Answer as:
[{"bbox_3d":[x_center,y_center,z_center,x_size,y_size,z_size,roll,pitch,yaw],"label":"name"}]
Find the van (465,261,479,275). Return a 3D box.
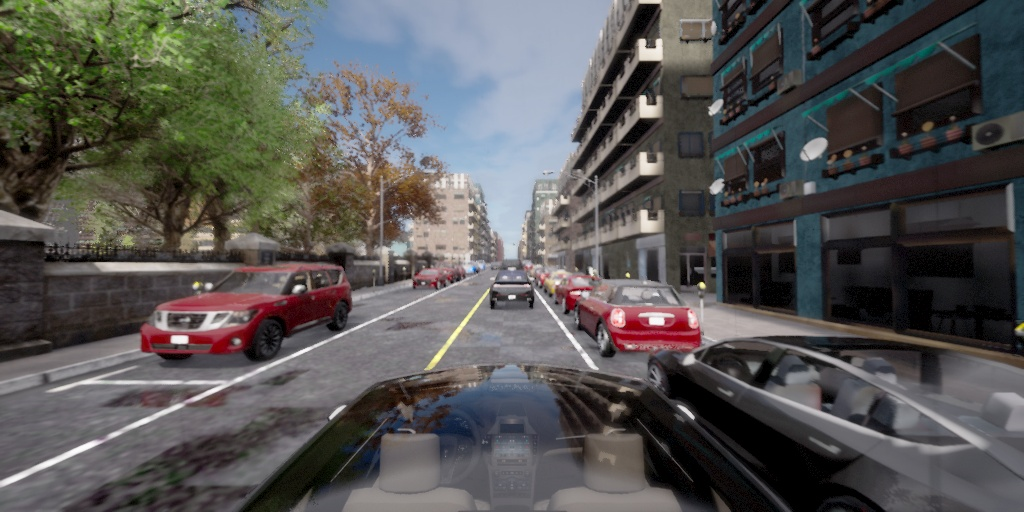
[{"bbox_3d":[-5.703,1.548,47.296,1.690,1.789,3.998,0,0,0],"label":"van"}]

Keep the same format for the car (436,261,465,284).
[{"bbox_3d":[-5.693,1.355,30.727,2.192,1.841,5.009,0,0,0],"label":"car"}]

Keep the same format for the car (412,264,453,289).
[{"bbox_3d":[-5.692,1.530,25.204,1.888,1.381,4.507,0,0,0],"label":"car"}]

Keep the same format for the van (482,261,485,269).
[{"bbox_3d":[-5.663,1.715,63.867,1.690,1.789,3.998,0,0,0],"label":"van"}]

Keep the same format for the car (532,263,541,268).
[{"bbox_3d":[2.689,1.425,25.205,1.967,1.591,4.097,0,0,0],"label":"car"}]

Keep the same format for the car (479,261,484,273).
[{"bbox_3d":[-5.678,1.829,52.819,1.948,1.339,4.313,0,0,0],"label":"car"}]

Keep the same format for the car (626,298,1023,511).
[{"bbox_3d":[2.691,1.330,3.112,1.948,1.339,4.313,0,0,0],"label":"car"}]

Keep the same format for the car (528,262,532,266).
[{"bbox_3d":[2.688,1.621,36.420,1.751,1.417,4.829,0,0,0],"label":"car"}]

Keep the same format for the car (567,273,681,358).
[{"bbox_3d":[2.691,1.259,8.635,1.967,1.591,4.097,0,0,0],"label":"car"}]

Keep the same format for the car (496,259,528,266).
[{"bbox_3d":[-0.003,1.259,30.871,2.150,2.045,5.566,0,0,0],"label":"car"}]

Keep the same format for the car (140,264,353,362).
[{"bbox_3d":[-5.690,1.134,8.635,2.192,1.841,5.009,0,0,0],"label":"car"}]

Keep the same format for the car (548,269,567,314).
[{"bbox_3d":[2.690,1.419,14.157,1.888,1.381,4.507,0,0,0],"label":"car"}]

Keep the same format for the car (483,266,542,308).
[{"bbox_3d":[0.001,1.387,16.158,2.128,1.511,4.902,0,0,0],"label":"car"}]

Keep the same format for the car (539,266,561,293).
[{"bbox_3d":[2.689,1.455,19.851,1.751,1.417,4.829,0,0,0],"label":"car"}]

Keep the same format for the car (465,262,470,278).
[{"bbox_3d":[-5.693,1.641,36.250,1.888,1.381,4.507,0,0,0],"label":"car"}]
